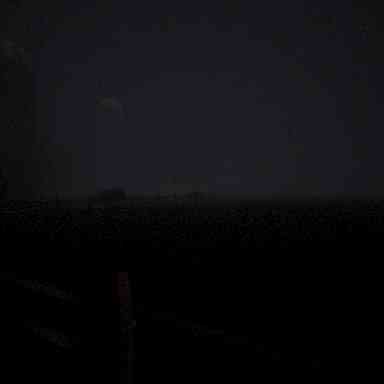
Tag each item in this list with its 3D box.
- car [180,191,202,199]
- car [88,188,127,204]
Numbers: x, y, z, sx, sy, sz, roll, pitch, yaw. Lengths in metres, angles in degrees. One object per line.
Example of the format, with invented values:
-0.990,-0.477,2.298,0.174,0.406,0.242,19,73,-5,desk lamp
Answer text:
-0.143,0.515,59.985,1.882,1.535,5.008,2,2,35,car
-11.192,0.510,44.420,2.150,2.045,5.566,2,1,35,car
